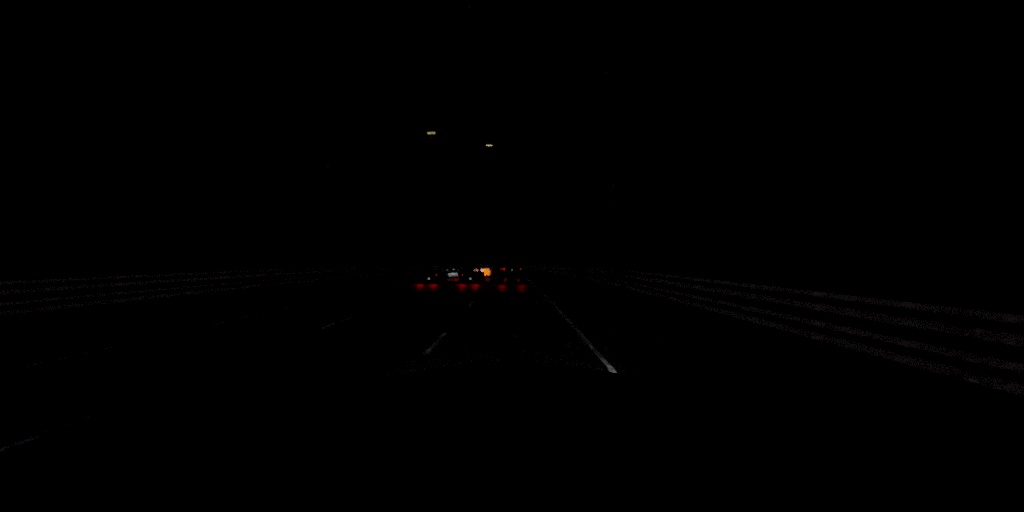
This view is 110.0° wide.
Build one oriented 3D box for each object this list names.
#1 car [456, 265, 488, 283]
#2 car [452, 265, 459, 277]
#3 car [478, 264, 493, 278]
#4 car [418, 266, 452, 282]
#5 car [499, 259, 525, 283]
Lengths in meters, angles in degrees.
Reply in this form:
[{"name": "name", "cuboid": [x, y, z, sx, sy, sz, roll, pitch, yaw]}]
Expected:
[{"name": "car", "cuboid": [-3.502, 1.690, 32.352, 1.895, 1.301, 4.718, 0, -1, 0]}, {"name": "car", "cuboid": [-6.978, 1.914, 44.624, 2.128, 1.511, 4.902, 0, -1, 0]}, {"name": "car", "cuboid": [-3.478, 1.770, 44.517, 2.097, 1.767, 4.553, 0, -2, 0]}, {"name": "car", "cuboid": [-7.002, 1.690, 32.392, 1.895, 1.301, 4.718, 0, -1, 0]}, {"name": "car", "cuboid": [-0.002, 1.299, 31.899, 2.150, 2.045, 5.566, 0, -1, 0]}]
